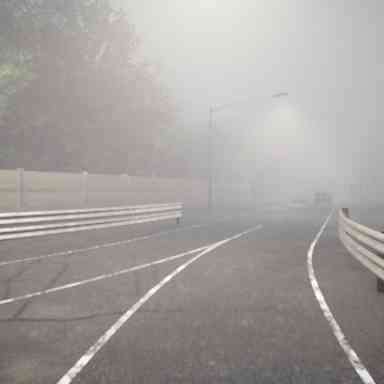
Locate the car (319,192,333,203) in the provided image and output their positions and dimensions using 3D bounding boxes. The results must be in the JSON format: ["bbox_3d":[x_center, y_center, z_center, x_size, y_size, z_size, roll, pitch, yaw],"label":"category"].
[{"bbox_3d":[22.742,0.932,56.382,2.097,1.767,4.553,0,1,25],"label":"car"}]

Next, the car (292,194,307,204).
[{"bbox_3d":[17.028,1.075,52.423,2.128,1.511,4.902,2,1,25],"label":"car"}]

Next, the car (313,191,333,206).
[{"bbox_3d":[18.454,0.883,47.048,2.150,2.045,5.566,1,1,25],"label":"car"}]
